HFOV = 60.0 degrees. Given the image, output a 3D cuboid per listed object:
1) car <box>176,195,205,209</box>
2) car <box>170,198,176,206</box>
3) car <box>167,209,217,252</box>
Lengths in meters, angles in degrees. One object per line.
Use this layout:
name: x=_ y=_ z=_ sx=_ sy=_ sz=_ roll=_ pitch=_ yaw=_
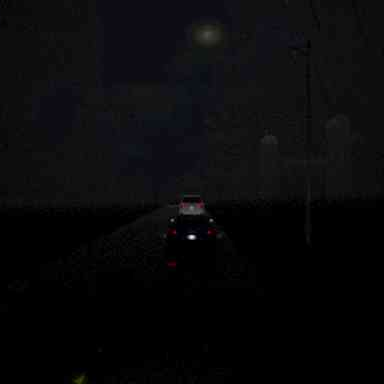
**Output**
car: x=-0.024 y=1.297 z=29.012 sx=2.150 sy=2.045 sz=5.566 roll=0 pitch=0 yaw=0
car: x=-2.808 y=1.708 z=58.447 sx=1.994 sy=1.385 sz=4.181 roll=0 pitch=0 yaw=0
car: x=-0.005 y=1.646 z=14.320 sx=1.994 sy=1.385 sz=4.181 roll=0 pitch=0 yaw=0
